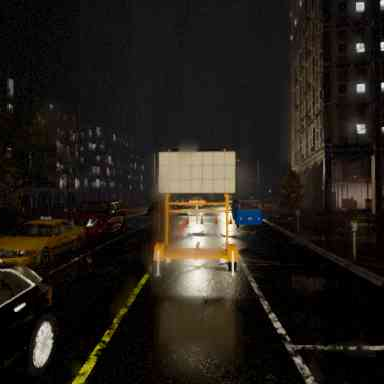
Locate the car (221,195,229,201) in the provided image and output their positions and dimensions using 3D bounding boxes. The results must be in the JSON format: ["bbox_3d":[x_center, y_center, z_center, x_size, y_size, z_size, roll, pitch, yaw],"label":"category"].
[{"bbox_3d":[8.035,1.622,88.976,2.008,1.369,4.403,1,0,17],"label":"car"}]

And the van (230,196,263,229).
[{"bbox_3d":[3.573,1.345,21.545,1.690,1.788,3.998,1,0,4],"label":"van"}]

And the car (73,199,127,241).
[{"bbox_3d":[-4.762,1.327,17.049,2.192,1.841,5.009,1,0,3],"label":"car"}]

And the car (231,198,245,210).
[{"bbox_3d":[6.273,1.531,45.122,1.752,1.417,4.829,1,0,9],"label":"car"}]

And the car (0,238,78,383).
[{"bbox_3d":[-2.779,1.506,2.780,1.837,1.490,4.892,0,0,1],"label":"car"}]

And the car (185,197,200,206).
[{"bbox_3d":[0.119,1.619,56.654,1.802,1.307,4.206,1,0,11],"label":"car"}]

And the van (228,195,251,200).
[{"bbox_3d":[4.070,1.346,27.387,1.690,1.788,3.998,1,0,6],"label":"van"}]

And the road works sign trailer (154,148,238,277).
[{"bbox_3d":[0.162,0.468,10.247,2.380,3.560,2.880,0,0,3],"label":"road works sign trailer"}]

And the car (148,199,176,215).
[{"bbox_3d":[-3.287,1.589,34.167,1.947,1.339,4.313,1,0,6],"label":"car"}]

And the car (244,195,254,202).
[{"bbox_3d":[13.462,1.460,78.836,1.967,1.590,4.097,1,0,16],"label":"car"}]

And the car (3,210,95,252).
[{"bbox_3d":[-5.052,1.533,11.220,1.752,1.417,4.829,1,0,2],"label":"car"}]

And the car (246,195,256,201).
[{"bbox_3d":[14.997,1.568,84.266,1.887,1.381,4.507,1,0,17],"label":"car"}]

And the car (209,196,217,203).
[{"bbox_3d":[3.690,1.619,73.107,1.947,1.339,4.313,1,0,14],"label":"car"}]

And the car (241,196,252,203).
[{"bbox_3d":[12.011,1.582,73.337,1.947,1.339,4.313,1,0,14],"label":"car"}]

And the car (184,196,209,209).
[{"bbox_3d":[0.644,1.374,44.779,2.097,1.767,4.553,0,0,9],"label":"car"}]

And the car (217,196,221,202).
[{"bbox_3d":[5.007,1.585,78.270,1.752,1.417,4.829,1,0,15],"label":"car"}]

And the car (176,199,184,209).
[{"bbox_3d":[-1.785,1.596,45.469,1.947,1.339,4.313,1,0,9],"label":"car"}]
